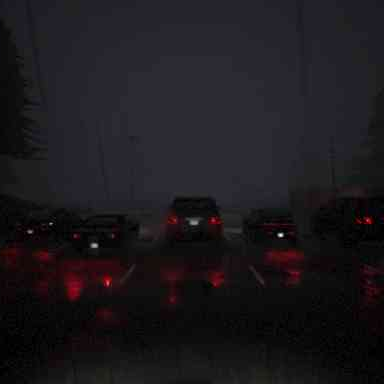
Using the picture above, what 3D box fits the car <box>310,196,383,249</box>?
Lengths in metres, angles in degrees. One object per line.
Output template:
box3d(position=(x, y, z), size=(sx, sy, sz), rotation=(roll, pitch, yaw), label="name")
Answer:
box3d(position=(7.086, 1.200, 14.590), size=(2.150, 2.045, 5.566), rotation=(0, 0, 0), label="car")

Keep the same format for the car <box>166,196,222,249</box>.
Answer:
box3d(position=(0.088, 1.200, 14.547), size=(2.150, 2.045, 5.566), rotation=(0, 0, 0), label="car")

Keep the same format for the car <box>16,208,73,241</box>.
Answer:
box3d(position=(-6.917, 1.502, 16.541), size=(1.812, 1.442, 4.674), rotation=(0, 0, 0), label="car")

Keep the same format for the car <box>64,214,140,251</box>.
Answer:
box3d(position=(-3.418, 1.581, 13.909), size=(1.895, 1.301, 4.718), rotation=(0, 0, 0), label="car")

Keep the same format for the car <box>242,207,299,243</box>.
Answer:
box3d(position=(3.588, 1.482, 15.840), size=(1.837, 1.490, 4.892), rotation=(0, 0, 0), label="car")
